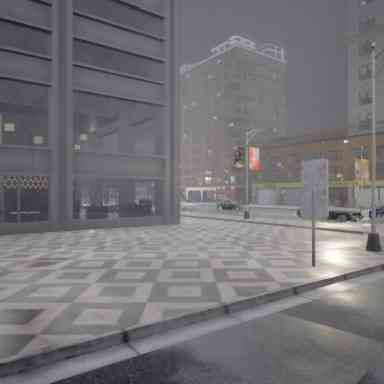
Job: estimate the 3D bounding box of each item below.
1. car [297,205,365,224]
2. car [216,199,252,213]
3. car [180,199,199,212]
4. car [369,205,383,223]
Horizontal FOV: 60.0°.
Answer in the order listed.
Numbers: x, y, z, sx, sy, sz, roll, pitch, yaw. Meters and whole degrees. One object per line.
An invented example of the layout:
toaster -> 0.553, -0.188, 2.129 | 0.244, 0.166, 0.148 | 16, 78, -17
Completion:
car -> 10.565, 1.651, 25.582 | 1.895, 1.301, 4.718 | 0, 0, -36
car -> 4.845, 1.595, 39.061 | 2.128, 1.511, 4.902 | 0, 0, -36
car -> -1.006, 1.647, 41.622 | 1.812, 1.442, 4.674 | 0, 0, -36
car -> 15.770, 1.511, 24.329 | 1.882, 1.535, 5.008 | 0, 0, -40
